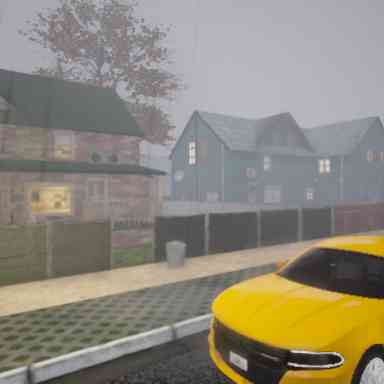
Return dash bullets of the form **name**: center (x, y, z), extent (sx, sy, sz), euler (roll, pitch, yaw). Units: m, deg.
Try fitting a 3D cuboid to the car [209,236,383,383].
- **car**: center (2.507, 1.438, 4.858), extent (5.008, 1.535, 1.882), euler (-1, 0, -35)
